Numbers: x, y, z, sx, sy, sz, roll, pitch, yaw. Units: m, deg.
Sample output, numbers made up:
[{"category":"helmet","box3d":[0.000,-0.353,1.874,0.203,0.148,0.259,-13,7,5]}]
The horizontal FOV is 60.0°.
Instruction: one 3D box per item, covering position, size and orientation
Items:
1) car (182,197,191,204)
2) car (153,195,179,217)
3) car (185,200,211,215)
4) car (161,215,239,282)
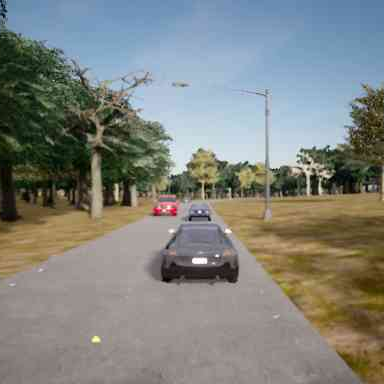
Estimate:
[{"category":"car","box3d":[-1.132,1.820,74.422,2.128,1.511,4.902,0,0,4]},{"category":"car","box3d":[-2.433,1.335,32.570,2.150,2.045,5.566,0,0,1]},{"category":"car","box3d":[0.673,1.650,28.767,2.033,1.411,5.357,0,0,1]},{"category":"car","box3d":[0.229,1.599,9.868,1.994,1.385,4.181,0,0,1]}]
